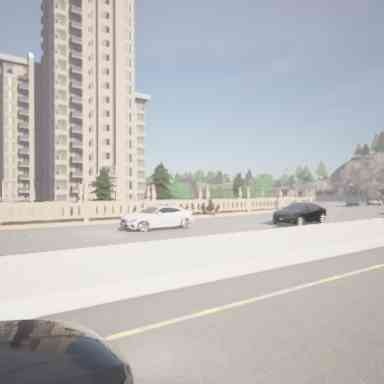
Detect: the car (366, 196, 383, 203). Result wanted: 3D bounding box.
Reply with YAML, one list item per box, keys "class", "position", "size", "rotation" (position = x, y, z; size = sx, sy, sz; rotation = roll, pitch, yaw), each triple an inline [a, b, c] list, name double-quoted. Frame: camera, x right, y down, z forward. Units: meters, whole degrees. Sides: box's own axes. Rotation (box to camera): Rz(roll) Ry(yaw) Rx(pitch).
- class: "car"
  position: [38.759, 1.560, 70.610]
  size: [1.882, 1.535, 5.008]
  rotation: [0, 0, 13]

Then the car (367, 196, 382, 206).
- class: "car"
  position: [30.797, 1.715, 56.192]
  size: [1.895, 1.301, 4.718]
  rotation: [0, 0, 22]

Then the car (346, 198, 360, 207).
- class: "car"
  position: [25.595, 1.644, 52.858]
  size: [2.033, 1.411, 5.357]
  rotation: [0, 0, 27]

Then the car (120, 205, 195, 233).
- class: "car"
  position: [-1.964, 1.518, 19.911]
  size: [4.674, 1.442, 1.812]
  rotation: [0, 0, -37]

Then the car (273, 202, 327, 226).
- class: "car"
  position: [7.555, 1.472, 23.108]
  size: [5.008, 1.535, 1.882]
  rotation: [0, 0, -43]

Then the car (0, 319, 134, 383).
- class: "car"
  position: [-2.683, 1.507, 1.834]
  size: [4.892, 1.490, 1.837]
  rotation: [0, 0, -35]
